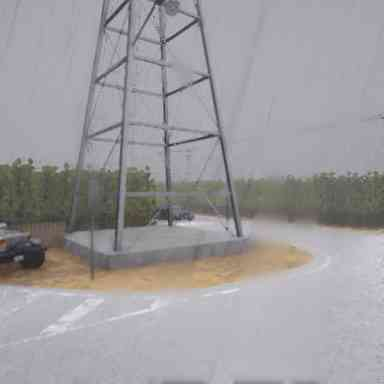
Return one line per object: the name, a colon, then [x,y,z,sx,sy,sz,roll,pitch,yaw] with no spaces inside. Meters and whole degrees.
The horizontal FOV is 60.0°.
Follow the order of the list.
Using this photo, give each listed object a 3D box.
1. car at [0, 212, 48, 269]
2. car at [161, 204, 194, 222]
car: [-6.271,1.356,9.712,3.866,1.878,1.905,0,0,23]
car: [-1.621,1.670,26.988,1.994,1.385,4.181,0,0,-36]
